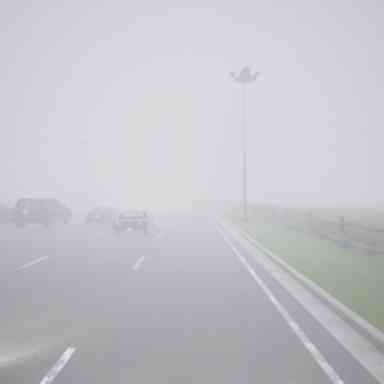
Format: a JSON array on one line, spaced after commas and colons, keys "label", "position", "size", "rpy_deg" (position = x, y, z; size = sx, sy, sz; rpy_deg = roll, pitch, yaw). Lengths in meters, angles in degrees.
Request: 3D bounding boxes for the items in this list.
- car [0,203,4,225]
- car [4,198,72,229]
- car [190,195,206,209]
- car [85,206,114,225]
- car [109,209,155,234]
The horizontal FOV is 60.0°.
[{"label": "car", "position": [-13.903, 1.539, 23.150], "size": [2.097, 1.767, 4.553], "rpy_deg": [0, -1, 0]}, {"label": "car", "position": [-10.399, 1.413, 23.411], "size": [2.150, 2.045, 5.566], "rpy_deg": [0, 0, 0]}, {"label": "car", "position": [1.118, 1.786, 53.931], "size": [2.097, 1.767, 4.553], "rpy_deg": [0, 0, 0]}, {"label": "car", "position": [-6.900, 1.777, 26.246], "size": [1.994, 1.385, 4.181], "rpy_deg": [0, 0, 0]}, {"label": "car", "position": [-3.406, 1.766, 20.323], "size": [1.895, 1.301, 4.718], "rpy_deg": [0, 0, 0]}]
